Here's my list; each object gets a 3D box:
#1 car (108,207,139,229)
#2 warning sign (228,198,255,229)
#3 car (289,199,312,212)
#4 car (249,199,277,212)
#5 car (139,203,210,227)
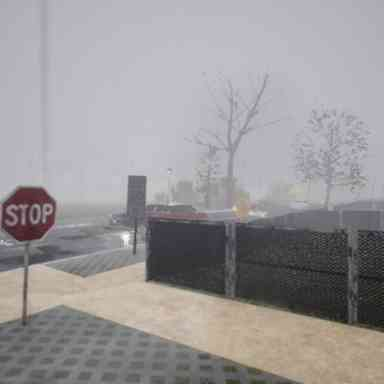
[{"bbox_3d":[-3.284,1.451,21.587,1.812,1.442,4.674,4,2,33],"label":"car"},{"bbox_3d":[3.271,1.381,21.825,1.300,1.860,1.060,5,3,33],"label":"warning sign"},{"bbox_3d":[13.925,1.682,42.844,1.812,1.442,4.674,4,2,33],"label":"car"},{"bbox_3d":[8.602,1.567,39.920,1.895,1.301,4.718,4,2,33],"label":"car"},{"bbox_3d":[-0.707,1.460,20.188,2.097,1.767,4.553,4,2,33],"label":"car"}]
